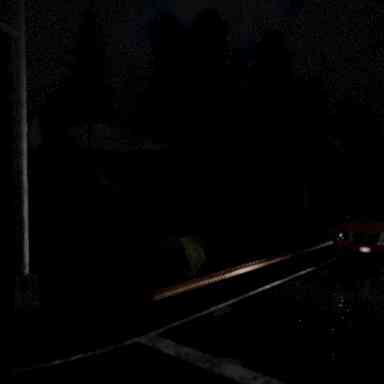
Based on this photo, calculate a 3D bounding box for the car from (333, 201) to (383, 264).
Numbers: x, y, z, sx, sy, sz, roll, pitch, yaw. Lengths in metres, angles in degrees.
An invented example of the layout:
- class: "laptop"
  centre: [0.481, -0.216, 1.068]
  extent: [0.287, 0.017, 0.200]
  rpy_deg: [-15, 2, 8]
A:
- class: "car"
  centre: [7.013, 1.360, 11.938]
  extent: [2.150, 2.045, 5.566]
  rpy_deg: [-3, -2, 43]
